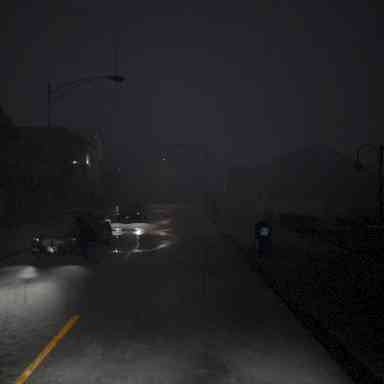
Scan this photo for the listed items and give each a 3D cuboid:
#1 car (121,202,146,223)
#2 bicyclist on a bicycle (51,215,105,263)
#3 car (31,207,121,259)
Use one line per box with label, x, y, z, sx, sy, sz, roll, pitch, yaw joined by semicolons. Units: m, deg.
car;-4.655;1.526;26.027;1.812;1.442;4.674;0;0;-1
bicyclist on a bicycle;-3.306;1.399;9.878;1.656;1.620;0.582;18;29;-7
car;-4.362;1.490;12.722;2.128;1.511;4.902;0;0;-1
